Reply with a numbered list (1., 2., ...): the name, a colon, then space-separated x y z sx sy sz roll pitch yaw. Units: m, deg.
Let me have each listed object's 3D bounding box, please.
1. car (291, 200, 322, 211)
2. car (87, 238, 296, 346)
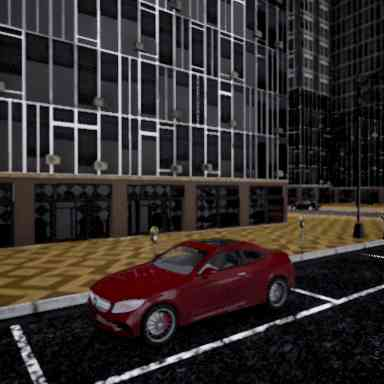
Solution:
1. car: 15.601 1.815 45.598 2.008 1.369 4.403 -1 0 -36
2. car: 0.218 1.574 6.256 4.206 1.307 1.802 0 0 -36
